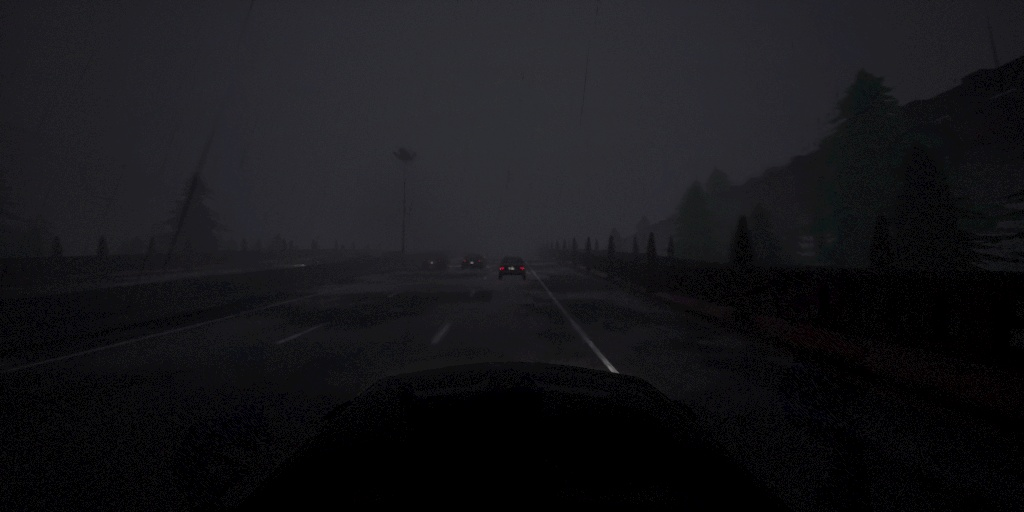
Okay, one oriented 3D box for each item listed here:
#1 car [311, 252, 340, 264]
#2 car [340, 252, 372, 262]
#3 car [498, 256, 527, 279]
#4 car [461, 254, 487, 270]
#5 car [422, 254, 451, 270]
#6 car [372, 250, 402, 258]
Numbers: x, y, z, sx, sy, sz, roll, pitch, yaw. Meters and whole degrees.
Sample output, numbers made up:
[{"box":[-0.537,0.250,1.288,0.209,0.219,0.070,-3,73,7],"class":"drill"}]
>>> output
[{"box":[-21.136,0.199,41.732,2.033,1.411,5.357,0,2,0],"class":"car"},{"box":[-17.639,0.246,41.734,1.895,1.301,4.718,0,2,0],"class":"car"},{"box":[0.030,0.734,24.517,2.033,1.411,5.357,0,2,0],"class":"car"},{"box":[-3.453,0.478,32.895,1.994,1.385,4.181,0,2,0],"class":"car"},{"box":[-6.953,0.475,33.161,1.994,1.385,4.181,0,2,0],"class":"car"},{"box":[-14.138,0.109,41.968,1.882,1.535,5.008,0,2,0],"class":"car"}]
